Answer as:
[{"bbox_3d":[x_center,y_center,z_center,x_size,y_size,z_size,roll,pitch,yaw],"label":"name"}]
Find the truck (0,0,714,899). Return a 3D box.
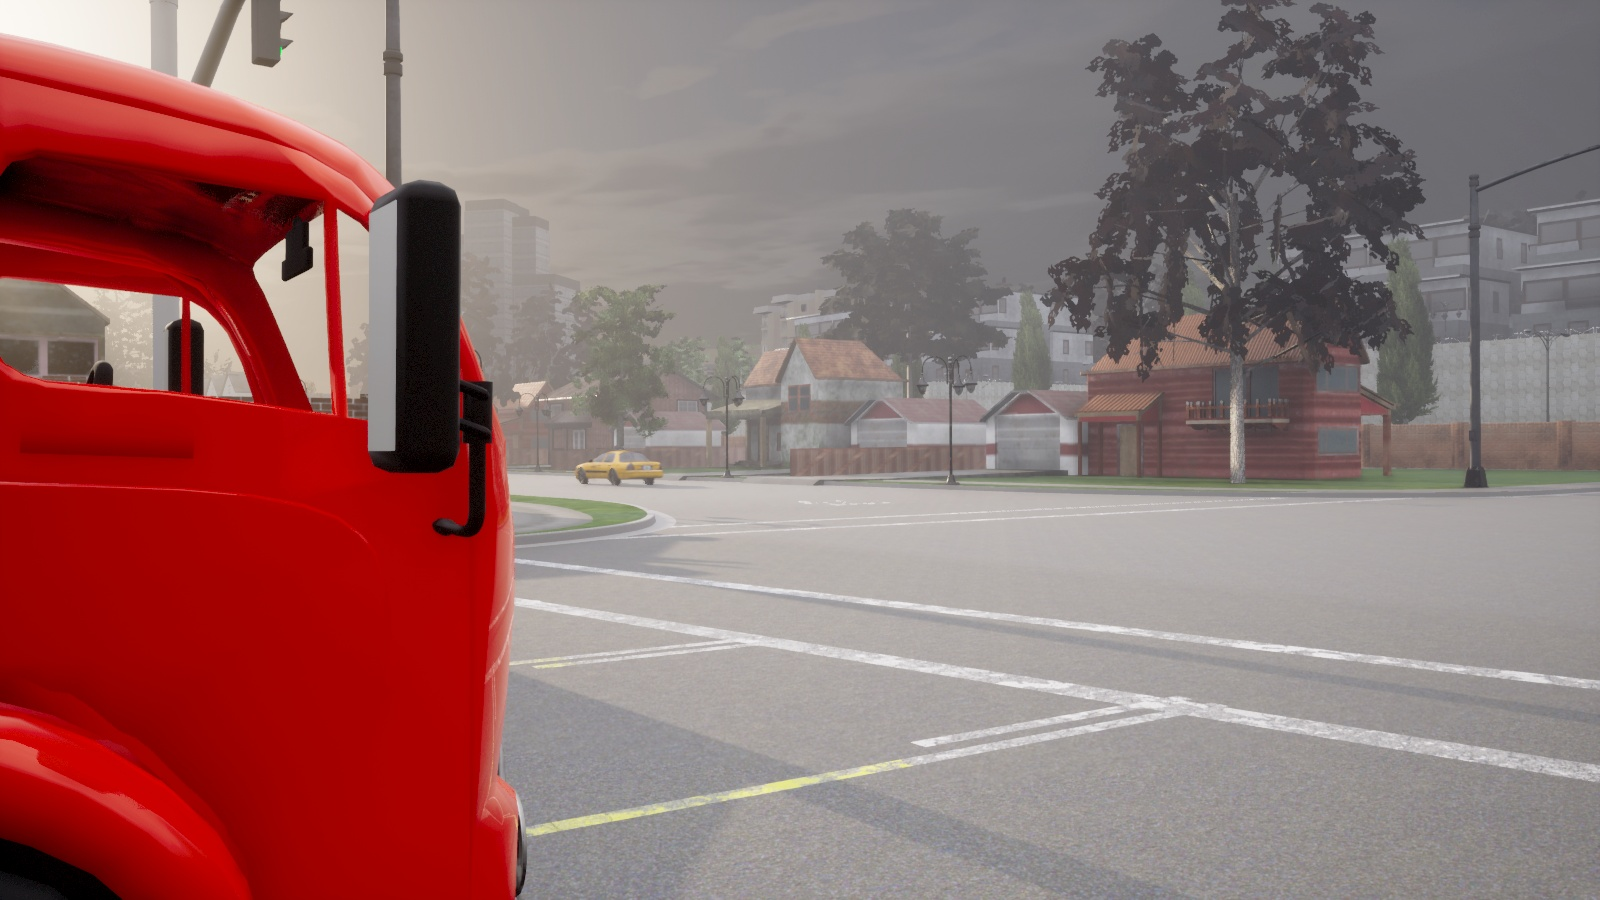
[{"bbox_3d":[-3.027,0.263,1.582,5.204,2.467,2.627,0,0,-34],"label":"truck"}]

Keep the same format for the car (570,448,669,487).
[{"bbox_3d":[-7.683,0.706,53.035,1.801,1.575,5.366,-1,0,-36],"label":"car"}]
